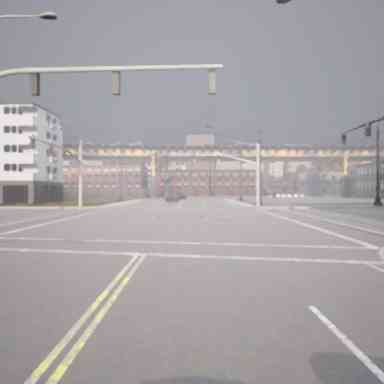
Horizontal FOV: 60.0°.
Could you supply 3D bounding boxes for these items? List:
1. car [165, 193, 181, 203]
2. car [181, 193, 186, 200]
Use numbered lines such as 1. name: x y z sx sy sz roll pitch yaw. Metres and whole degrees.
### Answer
1. car: -3.529 1.123 58.056 1.994 1.385 4.181 0 0 1
2. car: -2.682 0.995 73.521 1.994 1.385 4.181 0 0 15
